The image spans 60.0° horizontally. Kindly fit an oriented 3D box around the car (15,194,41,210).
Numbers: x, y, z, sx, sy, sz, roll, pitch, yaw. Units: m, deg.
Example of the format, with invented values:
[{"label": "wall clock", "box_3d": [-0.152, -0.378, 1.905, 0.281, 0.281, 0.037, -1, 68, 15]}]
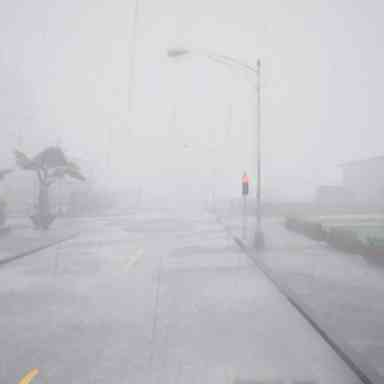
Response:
[{"label": "car", "box_3d": [-19.751, 1.176, 41.314, 1.905, 1.878, 3.866, 0, 0, 35]}]
